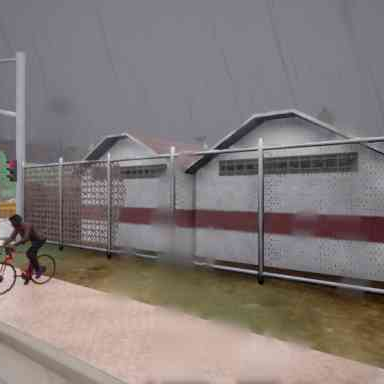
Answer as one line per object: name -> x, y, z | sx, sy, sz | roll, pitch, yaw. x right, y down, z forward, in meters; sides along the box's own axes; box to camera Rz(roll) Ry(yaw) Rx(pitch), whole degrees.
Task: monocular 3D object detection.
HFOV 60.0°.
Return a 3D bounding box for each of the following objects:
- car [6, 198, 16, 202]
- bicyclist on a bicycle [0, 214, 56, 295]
car -> -22.352, 1.478, 42.727 | 1.882, 1.535, 5.008 | 0, 0, 35
bicyclist on a bicycle -> -3.639, 1.302, 7.156 | 0.582, 1.620, 1.656 | 0, 0, 30
